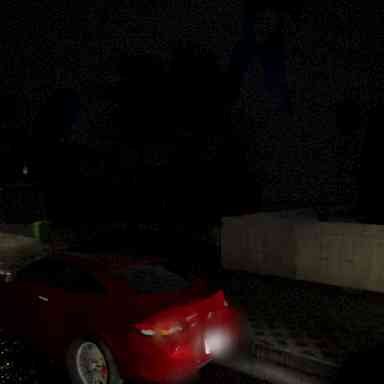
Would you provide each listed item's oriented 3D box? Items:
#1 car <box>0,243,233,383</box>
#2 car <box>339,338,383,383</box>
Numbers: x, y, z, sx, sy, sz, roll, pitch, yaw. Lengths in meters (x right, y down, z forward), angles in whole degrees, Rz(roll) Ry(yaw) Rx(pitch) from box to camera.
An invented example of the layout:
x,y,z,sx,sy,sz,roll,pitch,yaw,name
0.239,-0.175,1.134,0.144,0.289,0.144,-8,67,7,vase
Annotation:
x,y,z,sx,sy,sz,roll,pitch,yaw,name
-1.616,1.546,5.134,4.674,1.442,1.812,0,0,36,car
3.228,1.539,1.637,4.674,1.442,1.812,0,0,35,car
